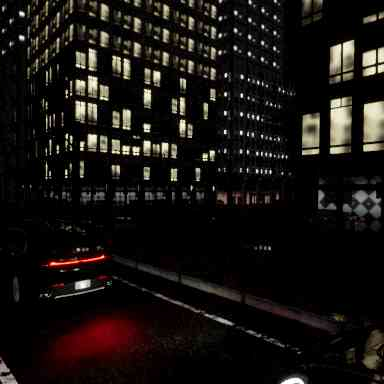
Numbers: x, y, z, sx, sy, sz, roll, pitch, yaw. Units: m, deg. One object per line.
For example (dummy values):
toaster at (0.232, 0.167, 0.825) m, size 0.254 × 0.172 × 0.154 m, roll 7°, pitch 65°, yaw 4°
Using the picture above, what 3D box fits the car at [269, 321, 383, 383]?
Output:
car at (2.431, 1.352, 1.322) m, size 2.097 × 1.767 × 4.553 m, roll 0°, pitch 0°, yaw -41°

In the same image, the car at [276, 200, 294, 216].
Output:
car at (10.321, 1.937, 37.450) m, size 4.206 × 1.307 × 1.802 m, roll 1°, pitch 0°, yaw -40°

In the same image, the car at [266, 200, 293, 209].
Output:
car at (13.494, 1.882, 51.130) m, size 4.313 × 1.339 × 1.947 m, roll 1°, pitch 0°, yaw -40°

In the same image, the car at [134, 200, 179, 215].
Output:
car at (-3.834, 1.648, 36.431) m, size 4.829 × 1.417 × 1.752 m, roll 1°, pitch 0°, yaw -40°

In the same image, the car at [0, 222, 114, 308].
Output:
car at (-3.659, 1.501, 8.107) m, size 1.837 × 1.490 × 4.892 m, roll 0°, pitch 0°, yaw -41°

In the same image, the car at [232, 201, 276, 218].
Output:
car at (6.149, 1.833, 33.911) m, size 4.829 × 1.417 × 1.752 m, roll 1°, pitch 0°, yaw -40°

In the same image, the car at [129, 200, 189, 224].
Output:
car at (-2.580, 1.524, 26.504) m, size 5.009 × 1.841 × 2.192 m, roll 1°, pitch 0°, yaw -40°
